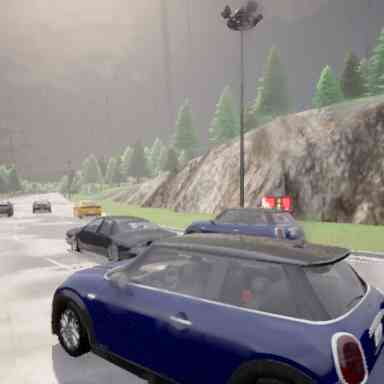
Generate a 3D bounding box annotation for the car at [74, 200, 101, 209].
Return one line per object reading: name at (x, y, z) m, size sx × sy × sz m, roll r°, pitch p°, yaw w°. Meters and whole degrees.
car at (-9.420, 1.477, 29.853) m, size 1.882 × 1.535 × 5.008 m, roll 0°, pitch 0°, yaw -26°

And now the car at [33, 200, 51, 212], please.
car at (-17.286, 1.601, 38.248) m, size 1.895 × 1.301 × 4.718 m, roll 0°, pitch 0°, yaw -25°

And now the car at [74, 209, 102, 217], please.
car at (-2.650, 1.547, 11.803) m, size 2.033 × 1.411 × 5.357 m, roll 0°, pitch 0°, yaw -42°

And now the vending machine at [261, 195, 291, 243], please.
vending machine at (3.882, 1.195, 15.396) m, size 1.100 × 2.100 × 0.880 m, roll 0°, pitch 0°, yaw -44°

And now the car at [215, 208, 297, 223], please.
car at (1.776, 1.352, 12.250) m, size 4.553 × 1.767 × 2.097 m, roll 0°, pitch 0°, yaw 44°

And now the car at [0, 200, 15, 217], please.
car at (-17.719, 1.491, 31.006) m, size 2.128 × 1.511 × 4.902 m, roll 0°, pitch 0°, yaw -26°

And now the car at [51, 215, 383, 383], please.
car at (0.081, 1.351, 4.433) m, size 4.553 × 1.767 × 2.097 m, roll 0°, pitch 0°, yaw 38°
